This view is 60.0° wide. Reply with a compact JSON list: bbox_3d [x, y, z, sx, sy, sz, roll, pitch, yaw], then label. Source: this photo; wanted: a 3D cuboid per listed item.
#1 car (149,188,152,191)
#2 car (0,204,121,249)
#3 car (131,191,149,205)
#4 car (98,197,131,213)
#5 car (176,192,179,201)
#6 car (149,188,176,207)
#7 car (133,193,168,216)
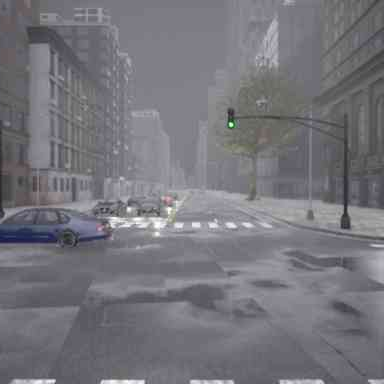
[{"bbox_3d":[-6.506,0.380,58.433,2.150,2.045,5.566,0,1,1],"label":"car"},{"bbox_3d":[-5.726,1.311,12.657,5.357,1.411,2.033,1,0,0],"label":"car"},{"bbox_3d":[-6.581,0.960,40.404,2.033,1.411,5.357,0,1,0],"label":"car"},{"bbox_3d":[-6.588,1.169,27.045,1.994,1.385,4.181,0,1,0],"label":"car"},{"bbox_3d":[-3.277,0.691,56.515,1.837,1.490,4.892,0,0,1],"label":"car"},{"bbox_3d":[-3.332,0.791,38.540,2.097,1.767,4.553,0,1,0],"label":"car"},{"bbox_3d":[-3.336,1.104,27.401,1.837,1.490,4.892,0,1,0],"label":"car"}]
